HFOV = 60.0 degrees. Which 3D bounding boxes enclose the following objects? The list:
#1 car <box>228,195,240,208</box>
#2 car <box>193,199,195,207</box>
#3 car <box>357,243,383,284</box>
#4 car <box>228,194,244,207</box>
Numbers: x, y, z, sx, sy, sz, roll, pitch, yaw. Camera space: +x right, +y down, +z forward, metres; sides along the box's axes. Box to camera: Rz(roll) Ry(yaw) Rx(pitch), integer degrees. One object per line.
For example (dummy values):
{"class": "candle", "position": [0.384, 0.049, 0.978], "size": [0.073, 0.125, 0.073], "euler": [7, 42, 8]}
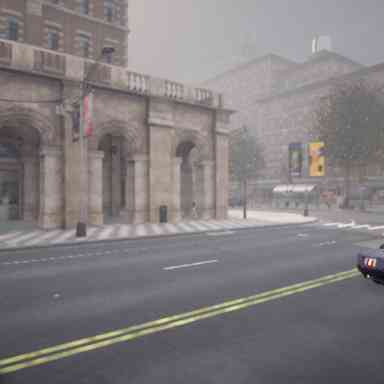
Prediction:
{"class": "car", "position": [4.216, 1.556, 49.099], "size": [1.882, 1.535, 5.008], "euler": [0, 0, -36]}
{"class": "car", "position": [-0.071, 1.666, 49.635], "size": [1.895, 1.301, 4.718], "euler": [0, 0, -36]}
{"class": "car", "position": [6.225, 1.625, 8.349], "size": [4.718, 1.301, 1.895], "euler": [0, 0, -36]}
{"class": "car", "position": [5.829, 1.306, 52.844], "size": [2.150, 2.045, 5.566], "euler": [0, 0, -36]}
